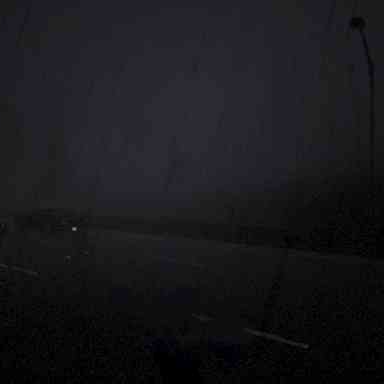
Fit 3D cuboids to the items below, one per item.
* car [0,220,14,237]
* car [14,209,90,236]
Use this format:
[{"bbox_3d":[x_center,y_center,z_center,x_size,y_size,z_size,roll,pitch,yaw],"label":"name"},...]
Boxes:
[{"bbox_3d":[-10.890,1.563,16.079,4.718,1.301,1.895,0,0,36],"label":"car"},{"bbox_3d":[-7.764,1.566,18.146,4.718,1.301,1.895,0,0,36],"label":"car"}]
